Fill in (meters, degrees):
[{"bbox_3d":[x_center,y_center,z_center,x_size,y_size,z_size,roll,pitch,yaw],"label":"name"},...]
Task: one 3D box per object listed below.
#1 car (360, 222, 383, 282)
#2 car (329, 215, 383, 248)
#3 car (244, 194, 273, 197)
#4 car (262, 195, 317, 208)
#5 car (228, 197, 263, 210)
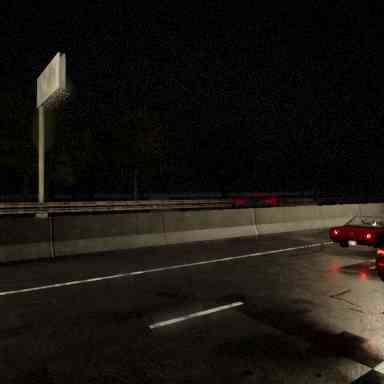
[{"bbox_3d":[6.378,1.526,8.314,4.674,1.442,1.812,0,0,-35],"label":"car"},{"bbox_3d":[7.762,1.602,13.611,4.718,1.301,1.895,0,0,-35],"label":"car"},{"bbox_3d":[6.421,1.216,34.455,5.566,2.045,2.150,0,0,-36],"label":"car"},{"bbox_3d":[8.323,1.349,27.198,4.553,1.767,2.097,0,0,-36],"label":"car"},{"bbox_3d":[5.372,1.476,29.386,5.008,1.535,1.882,0,0,-36],"label":"car"}]
